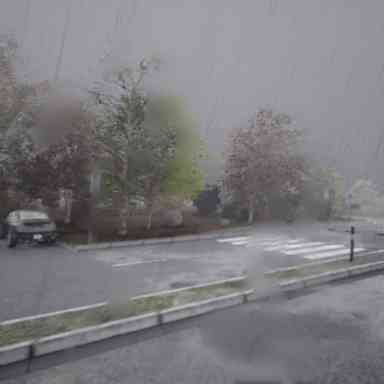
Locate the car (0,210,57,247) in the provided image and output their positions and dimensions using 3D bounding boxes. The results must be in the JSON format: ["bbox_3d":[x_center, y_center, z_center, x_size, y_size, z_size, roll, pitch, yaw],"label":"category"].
[{"bbox_3d":[-7.754,1.581,15.681,2.231,1.521,4.892,1,0,-35],"label":"car"}]
